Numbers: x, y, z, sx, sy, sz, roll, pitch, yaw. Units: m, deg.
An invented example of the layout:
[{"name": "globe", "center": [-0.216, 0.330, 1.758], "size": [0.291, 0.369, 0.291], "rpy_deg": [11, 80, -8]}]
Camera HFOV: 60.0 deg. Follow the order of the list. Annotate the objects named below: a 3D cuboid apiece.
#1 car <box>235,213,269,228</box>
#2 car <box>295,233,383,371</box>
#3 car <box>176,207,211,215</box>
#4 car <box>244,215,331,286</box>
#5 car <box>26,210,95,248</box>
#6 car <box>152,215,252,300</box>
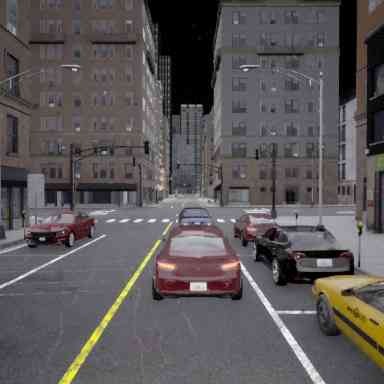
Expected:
[{"name": "car", "center": [2.869, 1.577, 14.850], "size": [1.802, 1.307, 4.206], "rpy_deg": [-1, 0, 0]}, {"name": "car", "center": [2.866, 1.524, 3.848], "size": [1.752, 1.417, 4.829], "rpy_deg": [-1, 0, 0]}, {"name": "car", "center": [0.136, 1.542, 18.253], "size": [2.033, 1.411, 5.357], "rpy_deg": [0, 0, -3]}, {"name": "car", "center": [2.868, 1.563, 9.264], "size": [1.947, 1.339, 4.313], "rpy_deg": [-1, 0, 0]}, {"name": "car", "center": [-5.676, 1.540, 14.849], "size": [1.887, 1.381, 4.507], "rpy_deg": [-1, 0, 0]}, {"name": "car", "center": [0.100, 1.523, 8.233], "size": [1.812, 1.442, 4.674], "rpy_deg": [0, 0, 0]}]
